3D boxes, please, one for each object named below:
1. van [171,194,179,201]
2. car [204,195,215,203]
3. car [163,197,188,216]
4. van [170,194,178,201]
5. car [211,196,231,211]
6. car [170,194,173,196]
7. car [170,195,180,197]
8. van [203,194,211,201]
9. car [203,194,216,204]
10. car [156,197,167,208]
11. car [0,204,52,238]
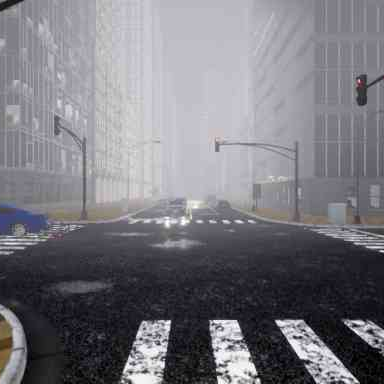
[{"bbox_3d":[-4.385,1.315,86.001,1.690,1.788,3.998,0,0,0],"label":"van"},{"bbox_3d":[3.603,1.432,69.470,1.967,1.590,4.097,0,0,0],"label":"car"},{"bbox_3d":[-1.571,1.543,33.059,1.812,1.442,4.674,0,0,0],"label":"car"},{"bbox_3d":[-4.349,1.321,80.474,1.690,1.788,3.998,0,0,0],"label":"van"},{"bbox_3d":[3.832,1.579,41.834,1.947,1.339,4.313,0,0,0],"label":"car"},{"bbox_3d":[-4.241,1.564,63.891,1.947,1.339,4.313,0,0,0],"label":"car"},{"bbox_3d":[-1.636,1.538,43.311,1.812,1.442,4.674,0,0,0],"label":"car"},{"bbox_3d":[3.531,1.321,80.525,1.690,1.788,3.998,0,0,0],"label":"van"},{"bbox_3d":[3.639,1.313,63.942,2.192,1.841,5.009,0,0,0],"label":"car"},{"bbox_3d":[-4.133,1.593,47.309,1.802,1.307,4.206,0,0,0],"label":"car"},{"bbox_3d":[-9.493,1.326,16.221,5.008,1.535,1.882,1,0,-3],"label":"car"}]
